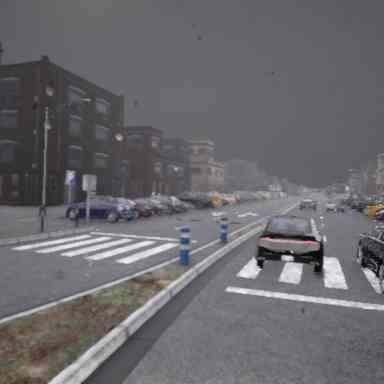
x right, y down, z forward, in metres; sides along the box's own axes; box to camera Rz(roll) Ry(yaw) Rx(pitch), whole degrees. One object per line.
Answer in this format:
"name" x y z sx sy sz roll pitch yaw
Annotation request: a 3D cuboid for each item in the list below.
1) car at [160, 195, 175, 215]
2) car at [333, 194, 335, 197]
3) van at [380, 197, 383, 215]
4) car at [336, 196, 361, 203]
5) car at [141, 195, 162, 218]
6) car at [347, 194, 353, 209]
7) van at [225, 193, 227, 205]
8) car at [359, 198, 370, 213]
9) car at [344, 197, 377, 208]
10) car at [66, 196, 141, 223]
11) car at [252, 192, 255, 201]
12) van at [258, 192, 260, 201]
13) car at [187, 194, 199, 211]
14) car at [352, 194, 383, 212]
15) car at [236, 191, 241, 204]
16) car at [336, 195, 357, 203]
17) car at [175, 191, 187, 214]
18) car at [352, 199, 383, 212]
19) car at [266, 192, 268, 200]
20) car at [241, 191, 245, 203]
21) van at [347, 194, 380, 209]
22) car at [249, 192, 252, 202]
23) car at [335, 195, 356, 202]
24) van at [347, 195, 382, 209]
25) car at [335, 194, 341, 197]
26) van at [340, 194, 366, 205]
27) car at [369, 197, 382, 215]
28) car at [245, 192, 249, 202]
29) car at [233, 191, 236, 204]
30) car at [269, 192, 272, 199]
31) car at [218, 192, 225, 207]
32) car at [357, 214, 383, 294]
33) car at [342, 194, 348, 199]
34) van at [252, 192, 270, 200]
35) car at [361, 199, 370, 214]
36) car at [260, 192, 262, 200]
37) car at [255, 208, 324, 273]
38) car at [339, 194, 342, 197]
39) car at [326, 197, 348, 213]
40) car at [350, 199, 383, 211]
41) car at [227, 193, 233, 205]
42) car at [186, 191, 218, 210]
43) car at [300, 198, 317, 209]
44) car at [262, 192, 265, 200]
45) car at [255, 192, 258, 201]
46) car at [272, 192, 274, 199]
"car" -4.199 1.187 27.366 4.674 1.452 2.002 2 1 21
"car" 33.581 1.451 70.486 5.566 2.045 2.435 2 0 21
"van" 14.902 1.525 21.228 4.442 1.987 1.878 2 1 21
"car" 35.556 1.721 75.680 4.892 1.521 2.231 2 0 21
"car" -5.176 1.146 24.789 5.008 1.535 2.097 2 0 21
"car" 21.854 1.452 39.401 5.566 2.045 2.435 2 1 21
"van" 1.745 0.897 42.810 4.442 1.987 1.878 2 1 21
"car" 18.892 1.729 31.474 4.892 1.521 2.231 2 1 21
"car" 27.756 1.723 54.996 4.674 1.452 2.002 2 1 21
"car" -6.111 1.017 22.189 4.553 1.767 2.185 2 1 21
"car" 8.434 1.101 60.915 4.892 1.521 2.231 2 1 21
"van" 10.530 0.881 66.149 4.442 1.987 1.878 2 1 21
"car" -2.262 1.146 32.535 4.892 1.521 2.231 2 1 21
"car" 19.901 1.469 34.062 5.566 2.045 2.435 2 1 21
"car" 4.518 0.978 50.604 4.553 1.767 2.185 2 1 21
"car" 37.497 1.614 80.889 4.553 1.767 2.185 2 0 21
"car" -3.196 1.022 29.935 4.553 1.767 2.185 2 1 21
"car" 22.829 1.738 41.939 4.674 1.452 2.002 2 1 21
"car" 14.227 1.153 76.410 4.792 1.488 2.163 2 0 21
"car" 5.548 0.977 53.164 4.553 1.767 2.185 2 1 21
"van" 26.850 1.462 52.233 4.442 1.987 1.878 2 1 21
"car" 7.463 1.100 58.335 4.892 1.521 2.231 2 1 21
"car" 38.479 1.625 83.491 4.553 1.767 2.185 2 0 21
"van" 25.651 1.456 49.717 4.442 1.987 1.878 2 1 21
"car" 30.639 1.436 62.687 5.566 2.045 2.435 2 1 21
"van" 31.536 1.464 65.317 4.442 1.987 1.878 2 1 21
"car" 16.956 1.619 26.264 4.553 1.767 2.185 2 1 21
"car" 6.492 1.101 55.754 4.892 1.521 2.231 2 1 21
"car" 3.547 0.982 48.024 4.553 1.767 2.185 2 1 21
"car" 16.192 1.141 81.563 5.008 1.535 2.097 2 0 21
"car" 0.832 1.128 40.208 5.366 1.575 1.946 2 1 21
"car" 5.612 1.598 8.606 2.128 1.511 4.902 2 1 18
"car" 24.806 1.439 47.064 5.566 2.045 2.435 2 1 21
"van" 18.036 0.934 86.761 4.442 1.987 1.878 2 0 21
"car" 17.944 1.735 28.995 5.008 1.535 2.097 2 1 21
"car" 11.343 1.147 68.657 4.674 1.452 2.002 2 1 21
"car" 3.247 1.513 10.941 2.128 1.511 4.902 2 1 18
"car" 29.671 1.687 60.080 4.892 1.521 2.231 2 1 21
"car" 17.092 1.693 39.793 1.895 1.301 4.718 2 1 21
"car" 23.788 1.733 44.479 4.674 1.452 2.002 2 1 21
"car" 2.596 1.113 45.436 5.008 1.535 2.097 2 1 21
"car" -0.333 0.880 37.699 5.566 2.045 2.435 2 1 21
"car" 14.736 1.524 42.166 1.812 1.442 4.674 2 1 21
"car" 12.140 1.103 71.304 5.366 1.575 1.946 2 1 21
"car" 9.405 1.102 63.494 4.892 1.521 2.231 2 1 21
"car" 17.148 0.900 84.148 5.566 2.045 2.435 2 0 21
